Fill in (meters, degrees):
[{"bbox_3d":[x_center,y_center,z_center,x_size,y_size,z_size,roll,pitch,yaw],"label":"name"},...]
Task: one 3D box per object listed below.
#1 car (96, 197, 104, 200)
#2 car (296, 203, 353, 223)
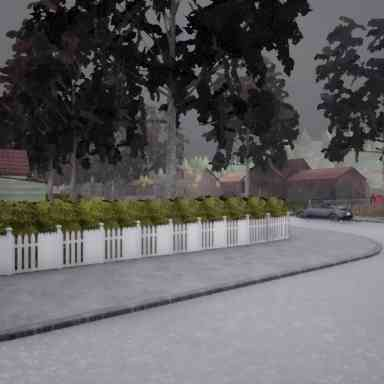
[{"bbox_3d":[-15.115,1.565,54.475,1.994,1.385,4.181,0,0,-35],"label":"car"},{"bbox_3d":[10.307,1.563,26.020,1.994,1.385,4.181,0,0,-36],"label":"car"}]
